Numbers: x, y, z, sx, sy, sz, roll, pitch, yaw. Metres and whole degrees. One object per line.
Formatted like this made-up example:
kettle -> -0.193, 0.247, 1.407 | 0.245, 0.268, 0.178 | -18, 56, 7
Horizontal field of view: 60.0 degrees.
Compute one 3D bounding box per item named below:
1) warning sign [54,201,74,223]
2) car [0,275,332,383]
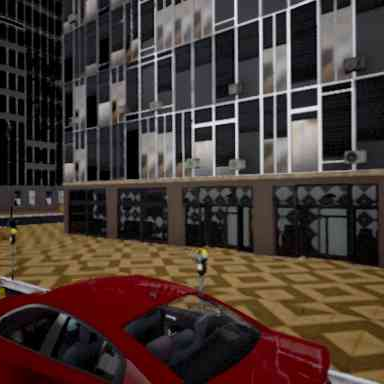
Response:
warning sign -> -11.018, 1.695, 28.635 | 1.300, 1.860, 1.060 | 1, 0, 33
car -> -0.950, 1.569, 3.398 | 4.507, 1.381, 1.887 | -1, 0, 36
